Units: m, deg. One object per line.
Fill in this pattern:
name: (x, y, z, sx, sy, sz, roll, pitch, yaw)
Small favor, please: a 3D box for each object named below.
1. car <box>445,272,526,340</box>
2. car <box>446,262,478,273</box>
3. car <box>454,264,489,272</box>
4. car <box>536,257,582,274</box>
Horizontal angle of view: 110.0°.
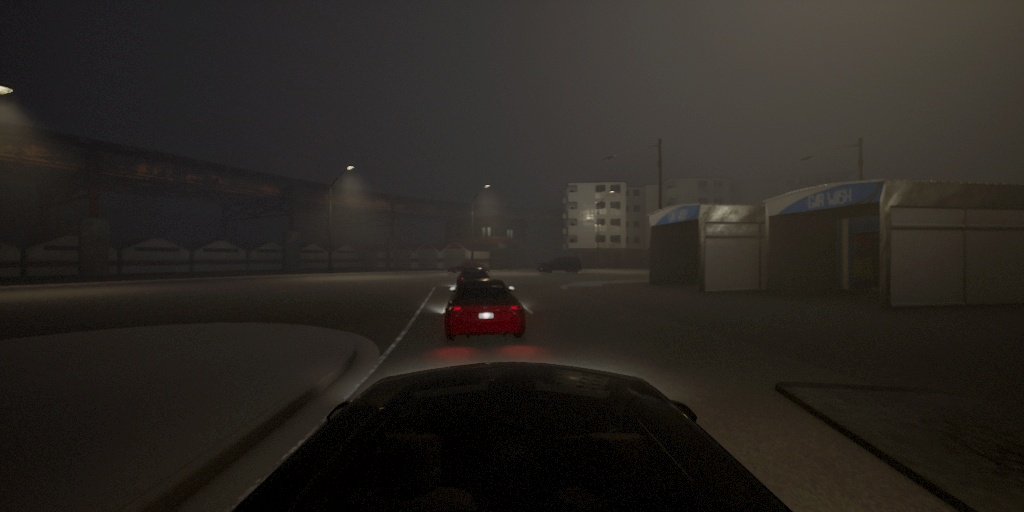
car: (-0.827, 1.341, 10.195, 1.994, 1.385, 4.181, 0, 0, -7)
car: (-5.467, 1.409, 42.453, 4.674, 1.442, 1.812, 0, -1, -28)
car: (-2.294, 1.380, 21.769, 1.994, 1.385, 4.181, 0, 0, -7)
car: (5.638, 1.105, 43.012, 5.566, 2.045, 2.150, 0, -1, -13)
